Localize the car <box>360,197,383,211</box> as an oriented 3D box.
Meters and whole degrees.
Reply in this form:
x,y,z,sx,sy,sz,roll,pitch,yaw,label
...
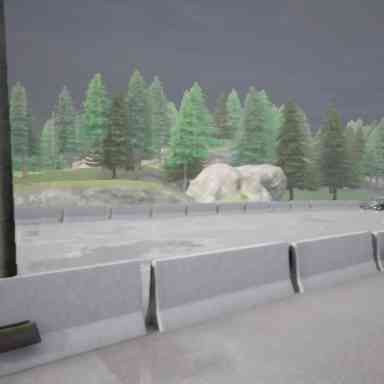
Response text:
x,y,z,sx,sy,sz,roll,pitch,yaw,label
22.664,1.387,40.761,4.553,1.767,2.097,1,0,-34,car
